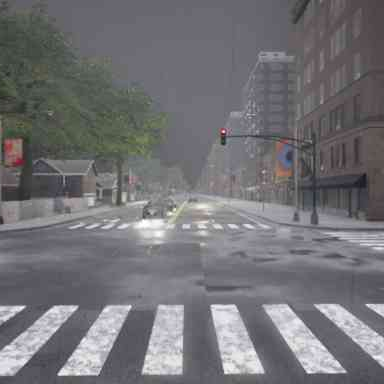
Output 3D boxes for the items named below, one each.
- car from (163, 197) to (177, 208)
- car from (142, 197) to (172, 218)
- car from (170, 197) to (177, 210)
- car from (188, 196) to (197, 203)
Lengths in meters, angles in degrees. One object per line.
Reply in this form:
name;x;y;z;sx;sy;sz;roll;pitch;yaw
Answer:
car;-3.266;1.570;49.765;1.812;1.442;4.674;0;0;0
car;-3.303;1.513;30.073;2.128;1.511;4.902;0;0;0
car;-3.286;1.384;39.807;2.097;1.767;4.553;0;0;0
car;0.195;1.568;70.202;2.128;1.511;4.902;0;0;0
